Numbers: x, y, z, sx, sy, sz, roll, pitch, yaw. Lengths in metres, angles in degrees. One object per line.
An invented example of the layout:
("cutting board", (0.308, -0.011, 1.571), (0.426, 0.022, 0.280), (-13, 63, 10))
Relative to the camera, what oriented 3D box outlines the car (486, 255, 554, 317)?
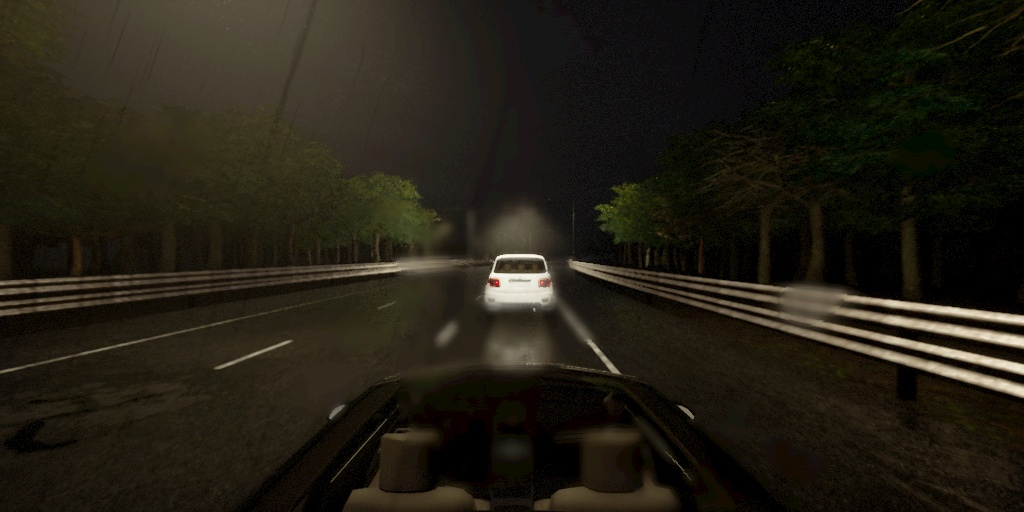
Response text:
("car", (0.319, 0.972, 13.339), (2.150, 2.045, 5.566), (0, 0, 2))
